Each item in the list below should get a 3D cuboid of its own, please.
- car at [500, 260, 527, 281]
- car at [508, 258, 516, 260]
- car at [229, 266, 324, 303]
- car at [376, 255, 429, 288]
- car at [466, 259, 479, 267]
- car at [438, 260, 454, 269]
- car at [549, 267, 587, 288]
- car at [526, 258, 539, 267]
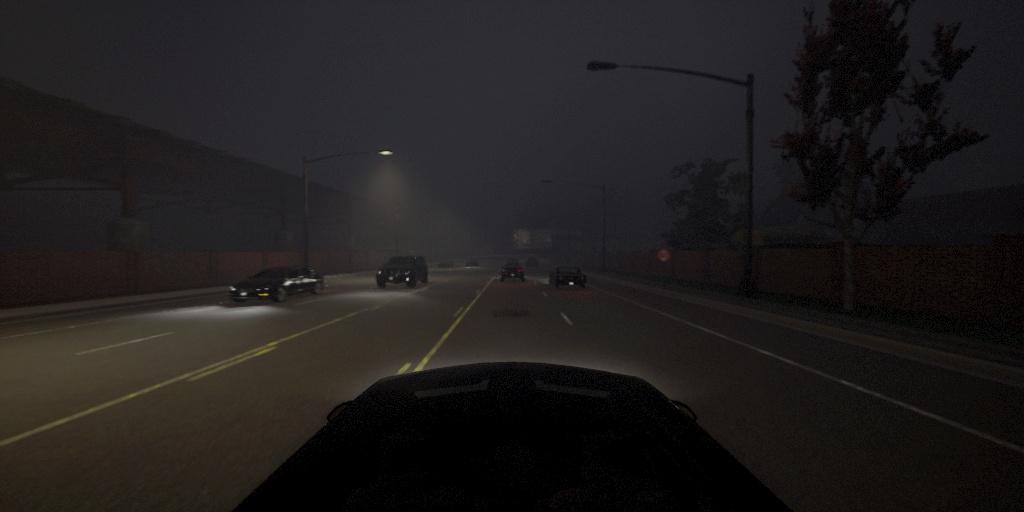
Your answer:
[{"bbox_3d":[0.052,1.276,29.917,1.812,1.442,4.674,0,0,0],"label":"car"},{"bbox_3d":[0.019,1.089,59.643,2.097,1.767,4.553,0,0,0],"label":"car"},{"bbox_3d":[-10.621,1.247,16.621,1.837,1.490,4.892,0,0,0],"label":"car"},{"bbox_3d":[-7.132,0.969,23.928,2.150,2.045,5.566,0,0,0],"label":"car"},{"bbox_3d":[-7.088,1.293,64.626,1.994,1.385,4.181,0,1,0],"label":"car"},{"bbox_3d":[-10.593,1.299,58.090,2.033,1.411,5.357,0,0,0],"label":"car"},{"bbox_3d":[3.560,1.353,23.710,1.895,1.301,4.718,0,0,0],"label":"car"},{"bbox_3d":[3.515,1.071,63.458,2.097,1.767,4.553,0,0,0],"label":"car"}]
